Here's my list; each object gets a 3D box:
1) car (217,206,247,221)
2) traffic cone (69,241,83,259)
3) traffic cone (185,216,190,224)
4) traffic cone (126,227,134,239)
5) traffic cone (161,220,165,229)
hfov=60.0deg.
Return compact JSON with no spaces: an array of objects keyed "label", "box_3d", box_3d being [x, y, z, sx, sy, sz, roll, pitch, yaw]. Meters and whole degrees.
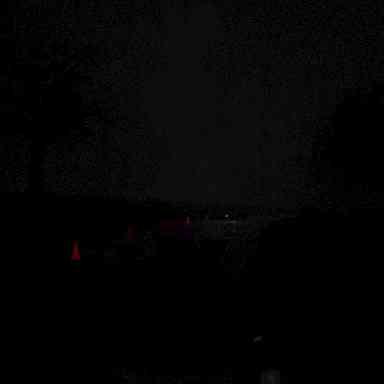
[{"label":"car","box_3d":[3.790,1.958,30.960,1.994,1.385,4.181,0,-2,23]},{"label":"traffic cone","box_3d":[-3.997,1.991,11.473,0.340,0.580,0.340,0,0,8]},{"label":"traffic cone","box_3d":[-0.355,2.218,26.510,0.340,0.580,0.340,0,-1,19]},{"label":"traffic cone","box_3d":[-3.085,2.037,16.556,0.340,0.580,0.340,0,-1,12]},{"label":"traffic cone","box_3d":[-1.869,2.113,21.575,0.340,0.580,0.340,0,-1,15]}]
